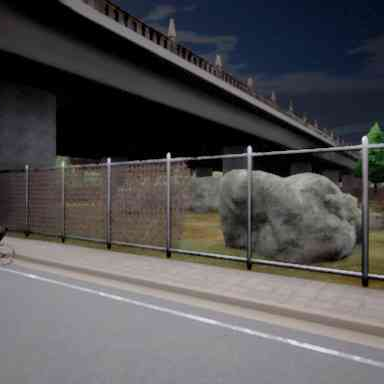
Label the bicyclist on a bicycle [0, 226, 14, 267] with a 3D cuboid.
[{"bbox_3d":[-5.858,1.404,9.435,0.582,1.620,1.656,0,0,34],"label":"bicyclist on a bicycle"}]
